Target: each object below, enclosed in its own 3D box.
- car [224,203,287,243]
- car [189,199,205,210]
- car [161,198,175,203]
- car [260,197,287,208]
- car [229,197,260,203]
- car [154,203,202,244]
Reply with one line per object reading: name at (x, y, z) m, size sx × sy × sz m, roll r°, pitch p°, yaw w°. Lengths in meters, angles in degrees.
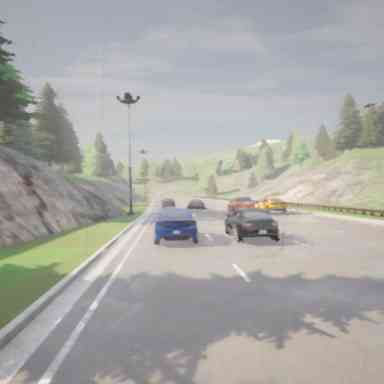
car at (2.730, 1.475, 15.833) m, size 1.812 × 1.442 × 4.674 m, roll -1°, pitch 0°, yaw -4°
car at (0.550, 1.597, 43.914) m, size 1.994 × 1.385 × 4.181 m, roll -1°, pitch 0°, yaw -6°
car at (-3.414, 1.641, 48.394) m, size 1.837 × 1.490 × 4.892 m, roll -1°, pitch 0°, yaw -6°
car at (8.365, 1.309, 34.925) m, size 1.882 × 1.535 × 5.008 m, roll -1°, pitch 0°, yaw -4°
car at (4.945, 1.266, 33.692) m, size 2.097 × 1.767 × 4.553 m, roll -1°, pitch 0°, yaw -4°
car at (-0.800, 1.514, 16.126) m, size 1.882 × 1.535 × 5.008 m, roll -1°, pitch 0°, yaw -4°
